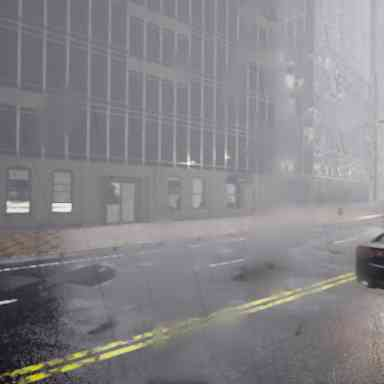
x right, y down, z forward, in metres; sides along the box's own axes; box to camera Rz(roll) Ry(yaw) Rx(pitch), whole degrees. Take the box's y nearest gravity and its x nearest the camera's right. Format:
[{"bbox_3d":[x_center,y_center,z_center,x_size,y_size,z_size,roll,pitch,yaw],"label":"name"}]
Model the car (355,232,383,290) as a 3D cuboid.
[{"bbox_3d":[5.829,1.450,7.939,5.008,1.535,1.882,0,0,-38],"label":"car"}]
